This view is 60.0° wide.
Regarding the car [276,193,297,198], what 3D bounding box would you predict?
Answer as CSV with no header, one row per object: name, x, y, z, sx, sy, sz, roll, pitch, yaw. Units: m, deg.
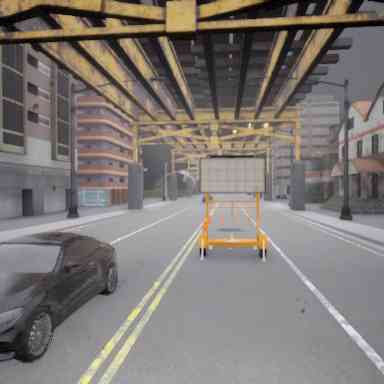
car,21.954,0.753,77.412,4.536,1.218,1.853,0,1,31

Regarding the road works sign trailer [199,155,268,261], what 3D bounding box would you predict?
road works sign trailer,1.482,0.457,12.258,2.380,3.560,2.880,0,0,6

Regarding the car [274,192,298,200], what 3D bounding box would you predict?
car,21.909,0.911,77.441,4.974,1.542,2.038,0,1,31

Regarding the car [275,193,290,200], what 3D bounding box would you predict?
car,21.154,0.961,73.338,4.974,1.542,2.038,0,1,-14

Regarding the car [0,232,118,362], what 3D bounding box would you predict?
car,-2.773,1.522,6.096,1.812,1.442,4.674,0,0,6

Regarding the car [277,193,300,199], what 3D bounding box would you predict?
car,21.205,0.803,73.349,4.536,1.218,1.853,0,1,-14

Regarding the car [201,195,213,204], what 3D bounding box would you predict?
car,2.754,1.254,58.607,2.033,1.411,5.357,0,1,6
